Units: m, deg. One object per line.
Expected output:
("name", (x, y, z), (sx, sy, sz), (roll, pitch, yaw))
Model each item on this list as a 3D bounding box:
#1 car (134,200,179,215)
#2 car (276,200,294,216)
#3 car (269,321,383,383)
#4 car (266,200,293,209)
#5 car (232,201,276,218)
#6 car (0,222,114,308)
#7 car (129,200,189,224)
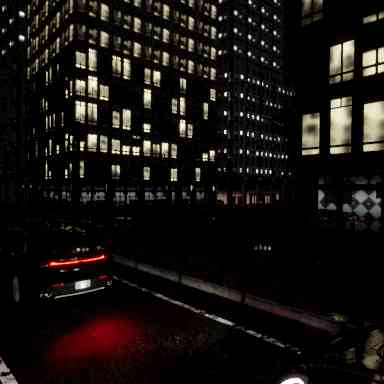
("car", (-3.834, 1.648, 36.431), (4.829, 1.417, 1.752), (1, 0, -40))
("car", (10.320, 1.936, 37.450), (4.206, 1.307, 1.802), (1, 0, -40))
("car", (2.431, 1.352, 1.322), (2.097, 1.767, 4.553), (0, 0, -41))
("car", (13.494, 1.882, 51.130), (4.313, 1.339, 1.947), (1, 0, -40))
("car", (6.149, 1.833, 33.911), (4.829, 1.417, 1.752), (1, 0, -40))
("car", (-3.659, 1.501, 8.107), (1.837, 1.490, 4.892), (0, 0, -41))
("car", (-2.580, 1.524, 26.504), (5.009, 1.841, 2.192), (1, 0, -40))
